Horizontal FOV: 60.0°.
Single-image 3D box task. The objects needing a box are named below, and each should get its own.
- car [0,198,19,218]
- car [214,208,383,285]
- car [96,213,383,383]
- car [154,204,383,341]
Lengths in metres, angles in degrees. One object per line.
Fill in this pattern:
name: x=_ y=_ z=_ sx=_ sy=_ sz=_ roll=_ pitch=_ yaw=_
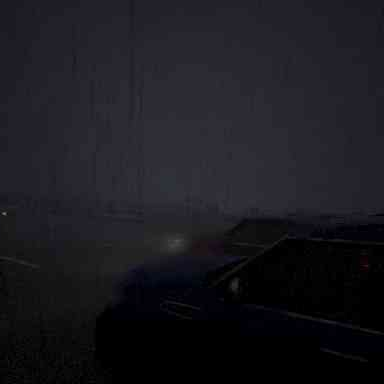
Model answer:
car: x=-13.670 y=1.046 z=22.339 sx=4.718 sy=1.301 sz=1.895 roll=1 pitch=1 yaw=35
car: x=3.356 y=1.410 z=10.196 sx=4.902 sy=1.511 sz=2.128 roll=2 pitch=1 yaw=35
car: x=1.616 y=1.214 z=2.839 sx=5.566 sy=2.045 sz=2.150 roll=2 pitch=1 yaw=35
car: x=1.610 y=1.281 z=7.142 sx=4.553 sy=1.767 sz=2.097 roll=2 pitch=1 yaw=35
